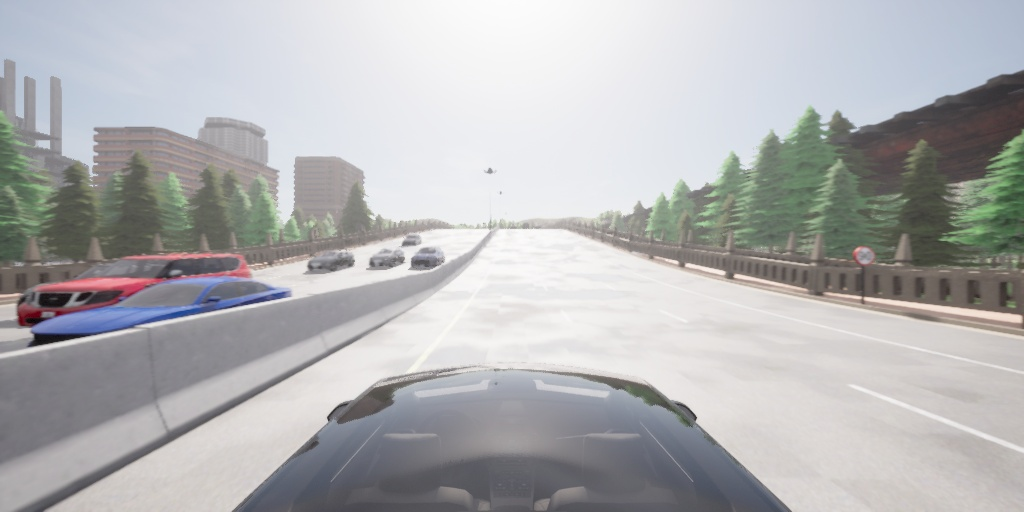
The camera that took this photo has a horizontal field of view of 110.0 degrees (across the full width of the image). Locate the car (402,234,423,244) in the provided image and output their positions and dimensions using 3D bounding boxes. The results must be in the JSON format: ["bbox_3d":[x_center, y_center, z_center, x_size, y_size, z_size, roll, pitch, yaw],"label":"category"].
[{"bbox_3d":[-13.819,-2.264,49.877,1.837,1.490,4.892,0,9,0],"label":"car"}]

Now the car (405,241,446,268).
[{"bbox_3d":[-6.988,-0.036,30.077,2.097,1.767,4.553,0,6,1],"label":"car"}]

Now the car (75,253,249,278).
[{"bbox_3d":[-10.589,0.945,10.946,2.150,2.045,5.566,0,1,0],"label":"car"}]

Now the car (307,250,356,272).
[{"bbox_3d":[-14.000,0.302,28.026,2.128,1.511,4.902,0,5,1],"label":"car"}]

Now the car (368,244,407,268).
[{"bbox_3d":[-10.486,0.080,30.375,2.128,1.511,4.902,0,5,1],"label":"car"}]

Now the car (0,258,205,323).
[{"bbox_3d":[-13.993,1.032,12.835,2.097,1.767,4.553,0,2,0],"label":"car"}]

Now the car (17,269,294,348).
[{"bbox_3d":[-7.092,1.229,8.075,1.882,1.535,5.008,0,0,0],"label":"car"}]
